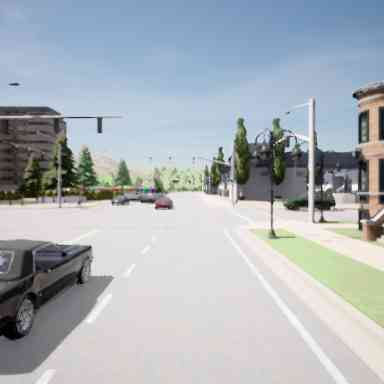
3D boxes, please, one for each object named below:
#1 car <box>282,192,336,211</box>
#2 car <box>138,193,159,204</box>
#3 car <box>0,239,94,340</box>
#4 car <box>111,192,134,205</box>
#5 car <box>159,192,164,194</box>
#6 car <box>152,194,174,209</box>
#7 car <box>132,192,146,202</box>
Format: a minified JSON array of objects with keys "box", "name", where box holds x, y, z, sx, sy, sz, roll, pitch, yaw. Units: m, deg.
[{"box":[12.684,0.982,36.122,5.566,2.045,2.150,0,0,-1],"name":"car"},{"box":[-6.987,1.243,53.424,1.895,1.301,4.718,0,0,1],"name":"car"},{"box":[-3.416,1.557,6.398,1.895,1.301,4.718,0,0,0],"name":"car"},{"box":[-10.558,1.161,49.276,2.128,1.511,4.902,0,0,2],"name":"car"},{"box":[-6.919,1.080,63.757,1.837,1.490,4.892,0,0,0],"name":"car"},{"box":[-3.348,1.291,40.736,1.994,1.385,4.181,0,0,0],"name":"car"},{"box":[-10.424,1.138,61.273,2.033,1.411,5.357,0,0,0],"name":"car"}]
